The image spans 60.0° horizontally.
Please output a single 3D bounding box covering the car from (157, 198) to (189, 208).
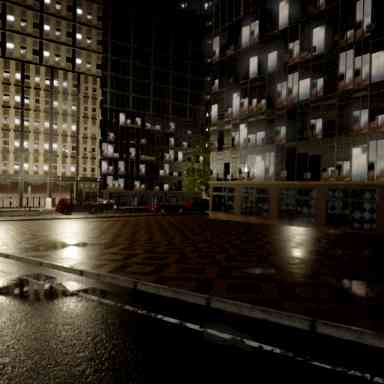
[{"bbox_3d":[-3.021,1.784,52.823,4.829,1.417,1.752,1,1,-34],"label":"car"}]

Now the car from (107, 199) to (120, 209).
[{"bbox_3d":[-12.251,1.720,46.535,4.403,1.369,2.008,1,1,-34],"label":"car"}]

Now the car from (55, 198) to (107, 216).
[{"bbox_3d":[-12.495,1.645,36.827,5.009,1.841,2.192,1,1,-34],"label":"car"}]

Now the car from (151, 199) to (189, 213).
[{"bbox_3d":[-3.131,1.965,43.216,4.507,1.381,1.887,1,1,-34],"label":"car"}]

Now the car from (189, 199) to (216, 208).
[{"bbox_3d":[1.803,1.872,56.112,4.313,1.339,1.947,1,1,-34],"label":"car"}]

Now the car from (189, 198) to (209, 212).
[{"bbox_3d":[1.559,1.781,46.404,5.009,1.841,2.192,1,1,-34],"label":"car"}]
